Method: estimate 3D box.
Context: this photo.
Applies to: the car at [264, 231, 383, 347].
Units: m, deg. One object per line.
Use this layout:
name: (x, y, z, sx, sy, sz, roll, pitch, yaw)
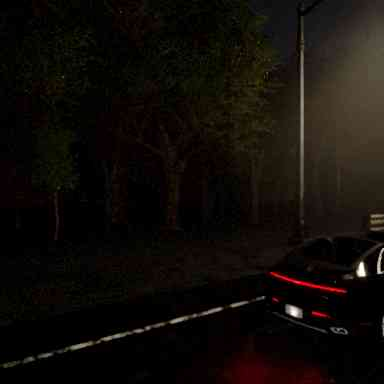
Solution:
car: (3.492, 1.518, 6.356, 4.892, 1.490, 1.837, 0, 0, -35)
